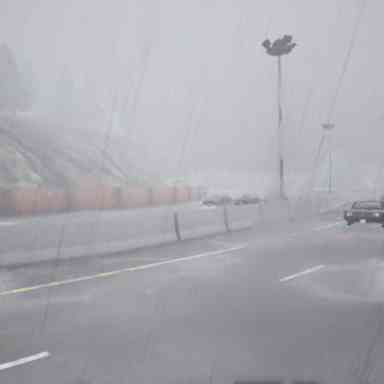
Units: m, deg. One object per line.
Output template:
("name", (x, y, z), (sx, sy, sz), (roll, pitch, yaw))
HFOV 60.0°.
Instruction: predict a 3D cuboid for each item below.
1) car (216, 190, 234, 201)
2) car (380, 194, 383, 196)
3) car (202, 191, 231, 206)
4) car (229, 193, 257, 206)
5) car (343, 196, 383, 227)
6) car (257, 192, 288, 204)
("car", (5.300, 0.563, 52.846), (1.882, 1.535, 5.008), (-1, 1, 17))
("car", (19.943, 0.618, 33.247), (1.994, 1.385, 4.181), (-1, 1, 28))
("car", (3.160, 0.889, 39.050), (2.033, 1.411, 5.357), (-1, 1, 30))
("car", (6.290, 0.895, 37.543), (1.895, 1.301, 4.718), (-1, 1, 29))
("car", (9.983, 1.104, 18.303), (1.895, 1.301, 4.718), (-1, 1, 41))
("car", (8.805, 0.781, 35.033), (1.837, 1.490, 4.892), (0, 1, 30))
